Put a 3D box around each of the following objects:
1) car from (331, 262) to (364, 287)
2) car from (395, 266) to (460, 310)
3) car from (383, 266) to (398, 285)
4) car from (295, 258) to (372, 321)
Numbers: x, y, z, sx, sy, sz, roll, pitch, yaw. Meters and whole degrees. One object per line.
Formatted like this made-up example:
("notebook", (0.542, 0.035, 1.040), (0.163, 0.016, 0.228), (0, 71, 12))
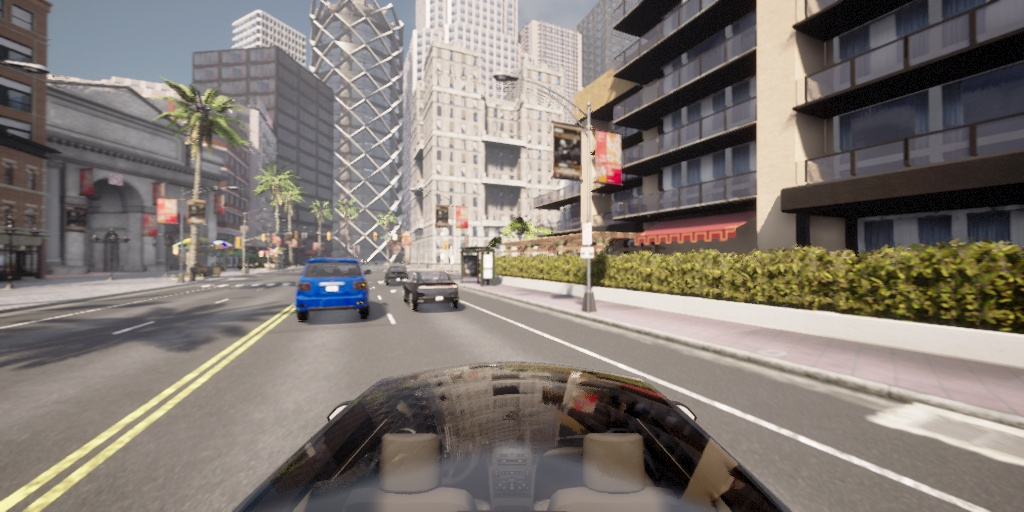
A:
("car", (-12.715, 1.368, 27.928), (2.097, 1.767, 4.553), (0, -1, -23))
("car", (-3.631, 1.387, 15.581), (2.128, 1.511, 4.902), (0, -1, -23))
("car", (-9.403, 1.543, 29.408), (1.837, 1.490, 4.892), (0, 0, -20))
("car", (-6.490, 1.093, 13.341), (2.150, 2.045, 5.566), (0, 0, -23))
